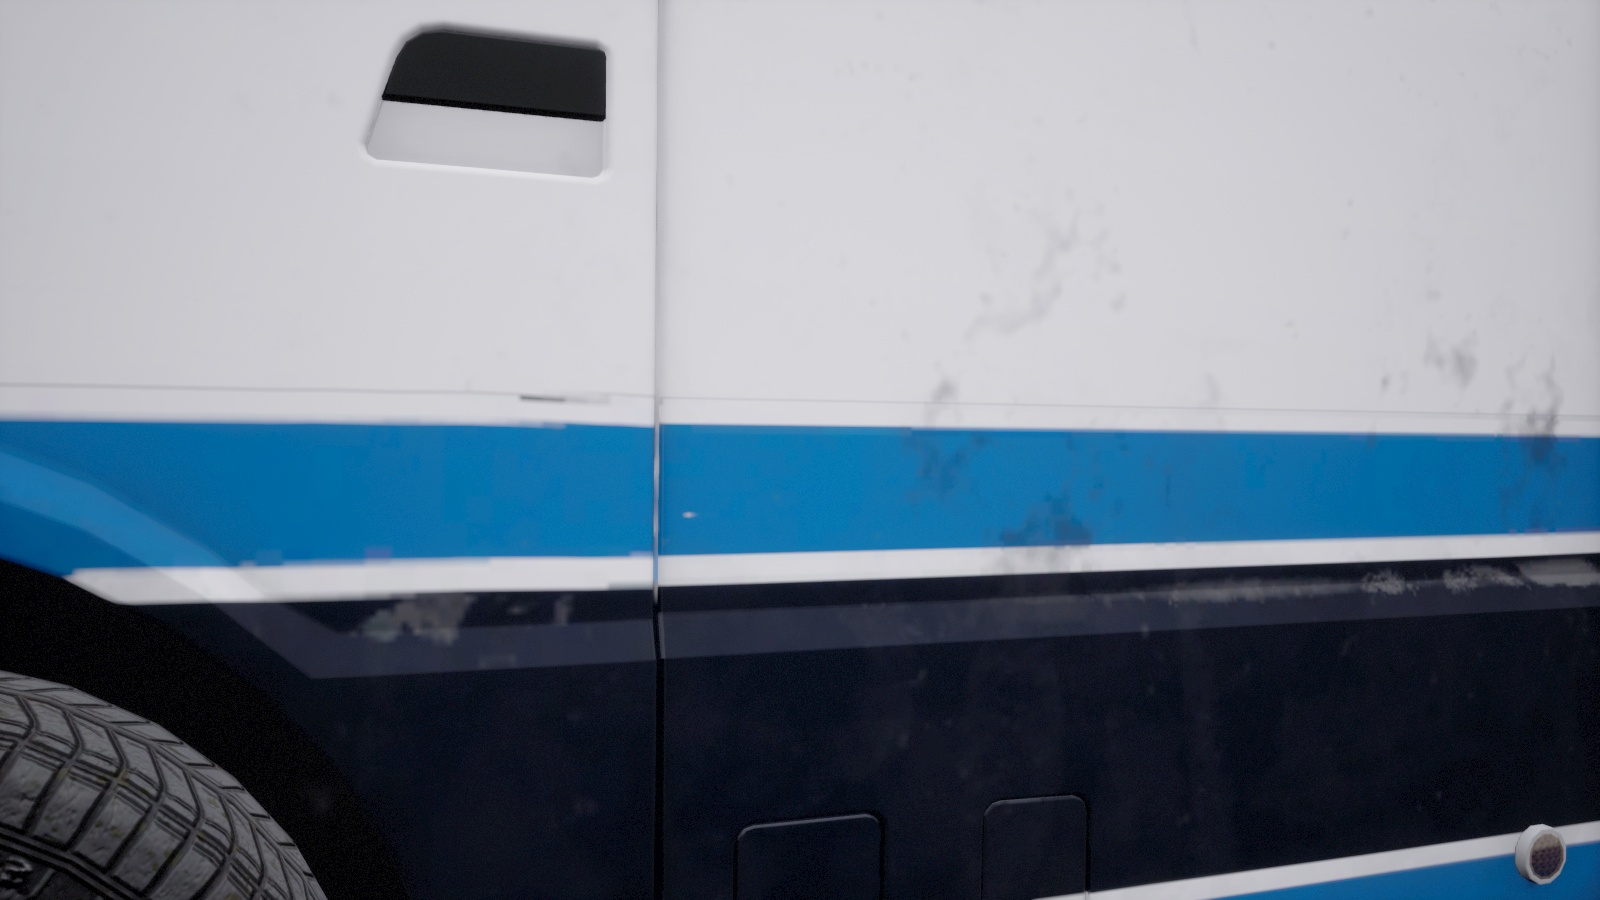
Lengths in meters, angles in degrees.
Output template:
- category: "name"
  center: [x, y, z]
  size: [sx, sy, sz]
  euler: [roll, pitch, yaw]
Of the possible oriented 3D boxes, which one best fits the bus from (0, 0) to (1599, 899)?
- category: "bus"
  center: [1.219, -0.652, 3.684]
  size: [10.273, 4.253, 3.944]
  euler: [-1, 1, -21]
